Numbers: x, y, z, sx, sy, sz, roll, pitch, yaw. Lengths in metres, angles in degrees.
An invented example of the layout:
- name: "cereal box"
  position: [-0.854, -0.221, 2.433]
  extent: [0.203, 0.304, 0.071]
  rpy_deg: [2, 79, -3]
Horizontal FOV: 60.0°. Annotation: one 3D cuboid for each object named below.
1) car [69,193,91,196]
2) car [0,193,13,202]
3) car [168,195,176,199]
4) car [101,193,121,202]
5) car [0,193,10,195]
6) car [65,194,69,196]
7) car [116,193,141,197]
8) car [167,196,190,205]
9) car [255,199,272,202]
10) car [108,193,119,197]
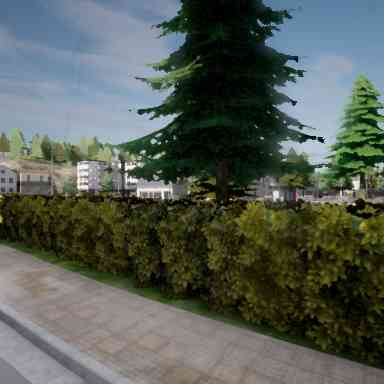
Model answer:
- name: "car"
  position: [-26.509, 1.154, 81.290]
  extent: [5.027, 1.636, 2.152]
  rpy_deg: [0, 0, -45]
- name: "car"
  position: [-41.123, 1.097, 71.368]
  extent: [4.605, 1.855, 1.932]
  rpy_deg: [0, 0, -45]
- name: "car"
  position: [-1.373, 1.221, 38.340]
  extent: [5.566, 2.045, 2.150]
  rpy_deg: [0, 0, -44]
- name: "car"
  position: [-17.555, 1.077, 72.150]
  extent: [3.866, 1.878, 1.905]
  rpy_deg: [0, 0, -45]
- name: "car"
  position: [-23.145, 1.330, 40.971]
  extent: [5.027, 1.636, 2.152]
  rpy_deg: [0, 0, -45]
- name: "car"
  position: [-31.230, 1.232, 85.648]
  extent: [3.806, 1.475, 1.970]
  rpy_deg: [0, 0, -45]
- name: "car"
  position: [-9.708, 1.384, 53.927]
  extent: [3.806, 1.475, 1.970]
  rpy_deg: [0, 0, -45]
- name: "car"
  position: [-2.321, 1.374, 56.991]
  extent: [3.633, 1.501, 1.845]
  rpy_deg: [0, 0, -45]
- name: "car"
  position: [9.885, 1.478, 44.371]
  extent: [5.008, 1.535, 1.882]
  rpy_deg: [0, 0, -45]
- name: "car"
  position: [-15.228, 1.097, 70.363]
  extent: [4.605, 1.855, 1.932]
  rpy_deg: [0, 0, -45]
